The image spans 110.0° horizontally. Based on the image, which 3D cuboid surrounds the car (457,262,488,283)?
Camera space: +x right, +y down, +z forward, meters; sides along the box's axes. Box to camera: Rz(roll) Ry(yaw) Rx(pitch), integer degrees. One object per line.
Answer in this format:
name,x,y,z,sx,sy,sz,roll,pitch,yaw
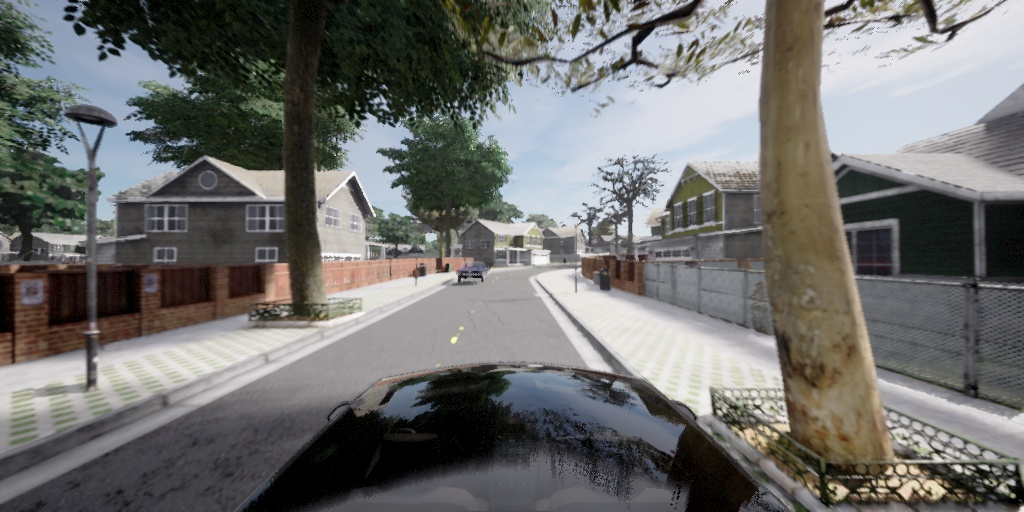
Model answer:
car,-2.774,1.076,25.850,1.895,1.301,4.718,0,0,0
